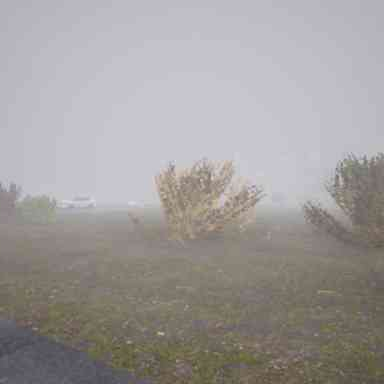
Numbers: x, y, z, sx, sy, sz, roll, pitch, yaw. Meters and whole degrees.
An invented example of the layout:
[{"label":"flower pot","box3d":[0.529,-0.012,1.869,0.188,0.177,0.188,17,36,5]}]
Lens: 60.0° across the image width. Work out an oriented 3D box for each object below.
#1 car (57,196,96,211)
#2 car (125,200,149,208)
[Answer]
[{"label":"car","box3d":[-16.702,1.630,48.444,2.150,2.045,5.566,-1,-1,36]},{"label":"car","box3d":[-9.613,2.066,58.241,1.812,1.442,4.674,-1,-1,36]}]
